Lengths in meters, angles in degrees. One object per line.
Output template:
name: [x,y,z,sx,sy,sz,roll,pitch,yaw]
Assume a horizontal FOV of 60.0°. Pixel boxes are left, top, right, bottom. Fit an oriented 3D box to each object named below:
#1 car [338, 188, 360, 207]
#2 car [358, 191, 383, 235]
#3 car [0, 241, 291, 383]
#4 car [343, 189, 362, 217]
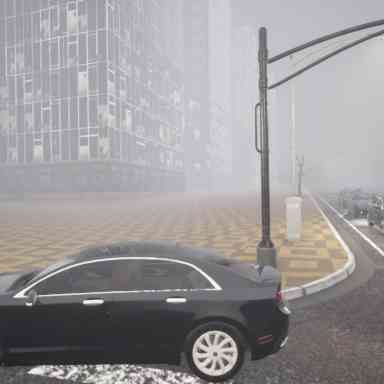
car: [12.938,0.453,26.828,2.128,1.511,4.902,-1,2,18]
car: [8.937,0.928,14.456,2.128,1.511,4.902,-1,2,18]
car: [-1.121,1.505,4.786,4.892,1.490,1.837,0,0,0]
car: [10.964,0.759,20.757,1.994,1.385,4.181,-1,2,17]
